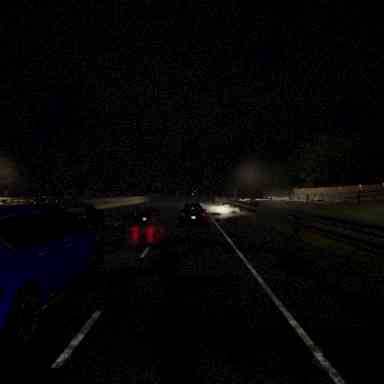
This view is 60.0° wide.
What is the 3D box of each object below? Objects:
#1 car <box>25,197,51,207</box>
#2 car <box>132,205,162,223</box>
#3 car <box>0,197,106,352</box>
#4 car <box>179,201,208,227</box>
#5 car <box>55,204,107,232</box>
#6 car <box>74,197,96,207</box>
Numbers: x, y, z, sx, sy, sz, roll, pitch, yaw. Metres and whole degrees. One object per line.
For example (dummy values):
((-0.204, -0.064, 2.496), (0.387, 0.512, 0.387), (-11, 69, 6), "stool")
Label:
((-24.562, 1.626, 53.180), (1.837, 1.490, 4.892), (0, 0, 0), "car")
((-3.402, 1.640, 26.124), (1.895, 1.301, 4.718), (0, 0, 0), "car")
((-3.401, 1.228, 6.302), (2.150, 2.045, 5.566), (0, 0, 0), "car")
((0.098, 1.597, 23.360), (1.994, 1.385, 4.181), (0, 0, 0), "car")
((-6.902, 1.555, 21.254), (1.812, 1.442, 4.674), (0, 0, 0), "car")
((-17.555, 1.605, 54.829), (1.882, 1.535, 5.008), (0, 0, 1), "car")
